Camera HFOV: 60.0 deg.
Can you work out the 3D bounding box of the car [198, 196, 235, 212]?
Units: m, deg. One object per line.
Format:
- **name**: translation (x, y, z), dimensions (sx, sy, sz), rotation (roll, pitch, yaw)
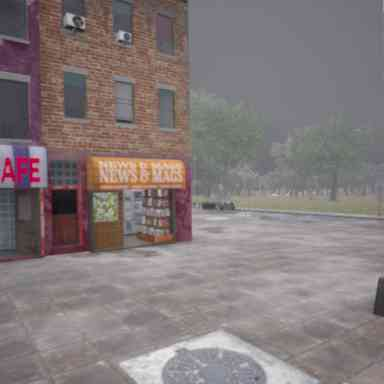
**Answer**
- **car**: translation (2.666, 1.215, 36.911), dimensions (2.097, 1.767, 4.553), rotation (-2, 1, -36)
